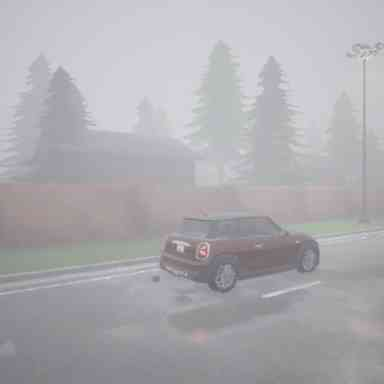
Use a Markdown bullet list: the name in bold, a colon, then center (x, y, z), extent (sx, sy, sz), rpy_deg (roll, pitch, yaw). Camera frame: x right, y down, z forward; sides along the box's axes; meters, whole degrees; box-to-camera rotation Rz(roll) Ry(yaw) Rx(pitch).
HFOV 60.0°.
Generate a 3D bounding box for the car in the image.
- **car**: center (1.458, 1.350, 9.086), extent (4.553, 1.767, 2.097), rpy_deg (0, 0, -36)
